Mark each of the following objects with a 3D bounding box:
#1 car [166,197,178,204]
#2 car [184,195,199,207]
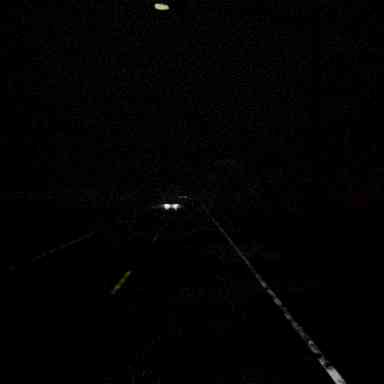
[{"bbox_3d":[-3.572,1.508,58.836,1.895,1.301,4.718,0,0,1],"label":"car"},{"bbox_3d":[0.075,1.451,48.254,1.812,1.442,4.674,0,0,0],"label":"car"}]
